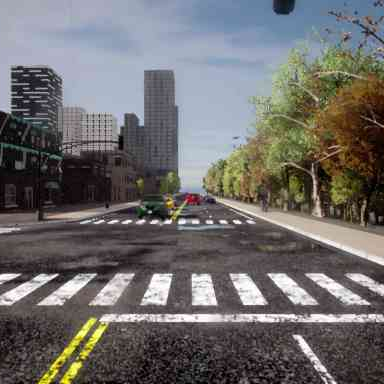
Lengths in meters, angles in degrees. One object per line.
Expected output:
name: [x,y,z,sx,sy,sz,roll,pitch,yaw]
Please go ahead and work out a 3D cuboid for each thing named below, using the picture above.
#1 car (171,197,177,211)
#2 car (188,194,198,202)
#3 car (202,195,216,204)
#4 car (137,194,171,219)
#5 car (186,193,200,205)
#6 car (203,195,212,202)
car: [-3.261,1.464,41.542,1.882,1.535,5.008,0,0,0]
car: [0.149,1.325,72.789,2.097,1.767,4.553,0,0,0]
car: [3.470,1.540,63.136,1.994,1.385,4.181,0,0,0]
car: [-3.290,1.211,28.827,2.150,2.045,5.566,0,0,0]
car: [0.210,1.195,58.350,2.150,2.045,5.566,0,-1,0]
car: [3.388,1.471,73.092,1.837,1.490,4.892,0,0,0]
